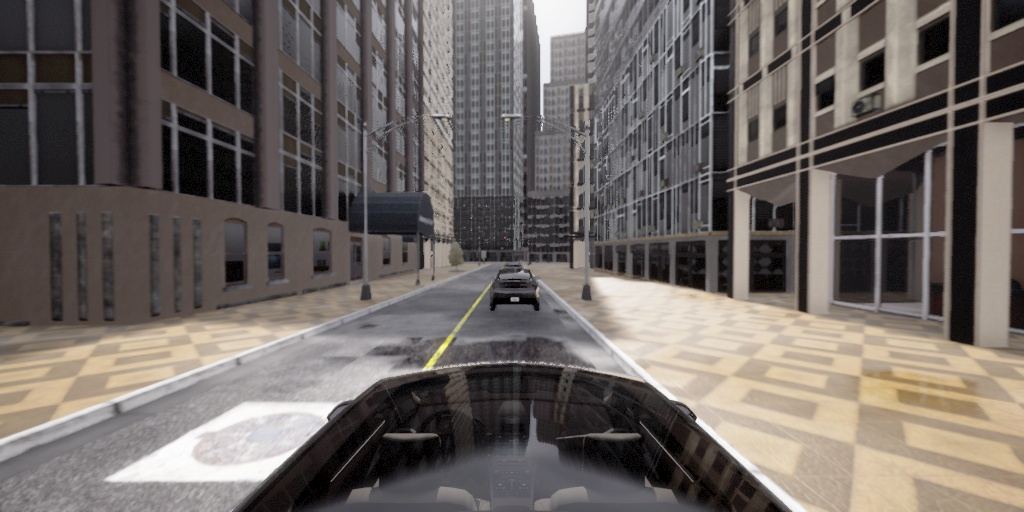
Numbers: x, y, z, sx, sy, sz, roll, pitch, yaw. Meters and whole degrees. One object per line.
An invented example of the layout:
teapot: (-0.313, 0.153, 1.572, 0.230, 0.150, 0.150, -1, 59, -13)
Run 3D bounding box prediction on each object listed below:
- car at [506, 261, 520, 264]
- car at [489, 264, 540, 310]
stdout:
car: (0.100, 1.227, 34.922, 2.128, 1.511, 4.902, 0, 0, 0)
car: (0.100, 1.247, 14.754, 1.837, 1.490, 4.892, 0, 0, 0)
